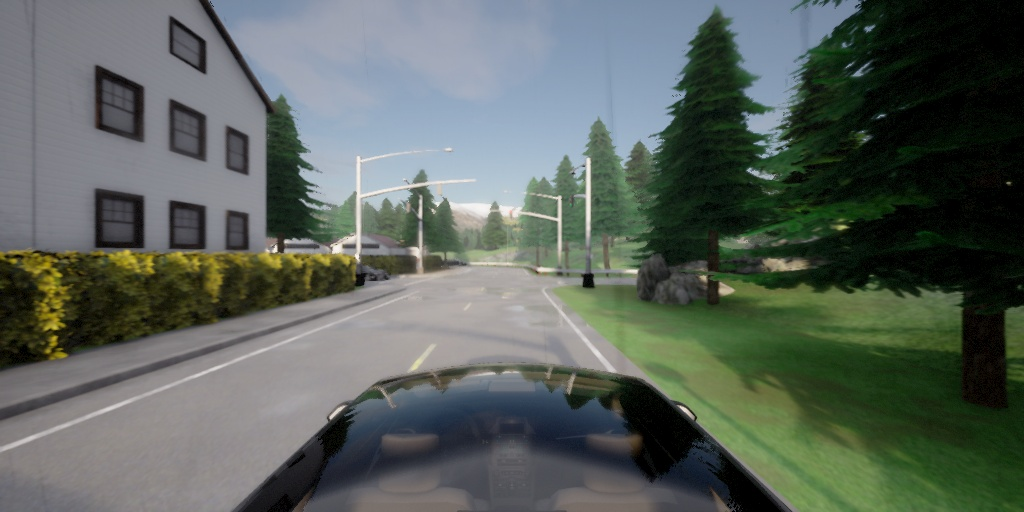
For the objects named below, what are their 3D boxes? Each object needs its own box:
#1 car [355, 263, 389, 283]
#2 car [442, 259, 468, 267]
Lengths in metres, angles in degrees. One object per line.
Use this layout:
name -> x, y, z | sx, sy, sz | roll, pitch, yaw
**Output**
car -> -12.034, 1.312, 27.616 | 4.902, 1.511, 2.128 | 1, 0, 0
car -> -10.228, 1.232, 63.846 | 5.008, 1.535, 1.882 | 0, -1, 20
